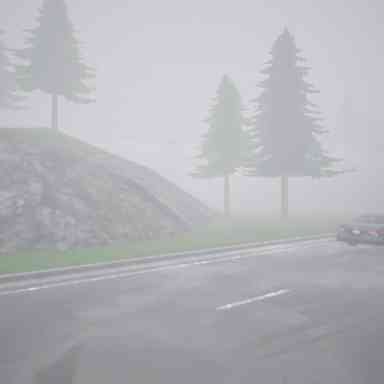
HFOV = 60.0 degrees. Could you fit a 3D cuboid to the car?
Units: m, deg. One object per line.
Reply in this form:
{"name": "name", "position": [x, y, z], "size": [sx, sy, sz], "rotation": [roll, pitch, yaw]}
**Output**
{"name": "car", "position": [8.269, 1.560, 14.066], "size": [5.357, 1.411, 2.033], "rotation": [0, 0, -35]}
